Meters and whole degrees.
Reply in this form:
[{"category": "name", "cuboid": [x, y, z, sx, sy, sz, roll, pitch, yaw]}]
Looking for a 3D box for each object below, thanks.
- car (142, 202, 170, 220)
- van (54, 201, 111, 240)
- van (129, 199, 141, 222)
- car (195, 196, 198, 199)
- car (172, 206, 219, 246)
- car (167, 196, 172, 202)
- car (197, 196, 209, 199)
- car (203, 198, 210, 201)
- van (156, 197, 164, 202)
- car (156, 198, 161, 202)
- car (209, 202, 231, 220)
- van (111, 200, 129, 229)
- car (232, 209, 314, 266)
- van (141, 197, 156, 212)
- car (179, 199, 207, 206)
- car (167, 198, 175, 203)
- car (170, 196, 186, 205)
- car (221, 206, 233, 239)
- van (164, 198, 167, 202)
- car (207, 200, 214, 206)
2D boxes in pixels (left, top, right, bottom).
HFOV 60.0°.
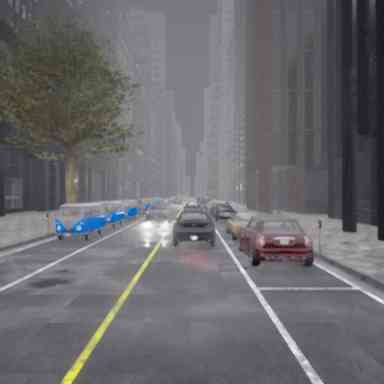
[{"category": "car", "cuboid": [-3.101, 1.843, 30.611, 1.895, 1.301, 4.718, 0, 0, 0]}, {"category": "van", "cuboid": [-5.762, 1.478, 17.479, 1.690, 1.788, 3.998, 0, 0, 0]}, {"category": "van", "cuboid": [-5.763, 1.568, 28.715, 1.690, 1.788, 3.998, 0, 0, 0]}, {"category": "car", "cuboid": [2.389, 1.914, 83.306, 2.150, 2.045, 5.566, 0, -1, 0]}, {"category": "car", "cuboid": [0.095, 1.631, 15.981, 1.837, 1.490, 4.892, 0, 0, 0]}, {"category": "car", "cuboid": [-5.767, 2.125, 73.488, 1.752, 1.417, 4.829, 0, 0, 0]}, {"category": "car", "cuboid": [2.759, 1.868, 68.053, 2.192, 1.841, 5.009, 0, 0, 0]}, {"category": "car", "cuboid": [2.761, 1.891, 45.747, 1.752, 1.417, 4.829, 0, 0, 0]}, {"category": "van", "cuboid": [-5.765, 1.752, 51.187, 1.690, 1.788, 3.998, 0, 0, 0]}, {"category": "car", "cuboid": [-5.764, 1.909, 45.568, 1.887, 1.381, 4.507, 0, 0, 0]}, {"category": "car", "cuboid": [2.762, 1.793, 28.721, 1.947, 1.339, 4.313, 0, 0, 0]}, {"category": "van", "cuboid": [-5.762, 1.523, 23.097, 1.690, 1.788, 3.998, 0, 0, 0]}, {"category": "car", "cuboid": [2.763, 1.533, 11.866, 1.967, 1.590, 4.097, 0, 0, 0]}, {"category": "van", "cuboid": [-5.764, 1.659, 39.951, 1.690, 1.788, 3.998, 0, 0, 0]}, {"category": "car", "cuboid": [0.095, 1.753, 33.017, 2.128, 1.511, 4.902, 0, 0, 0]}, {"category": "car", "cuboid": [-5.768, 2.295, 90.513, 1.887, 1.381, 4.507, 0, -1, 0]}, {"category": "car", "cuboid": [-3.004, 2.118, 71.875, 2.033, 1.411, 5.357, 0, 0, 0]}, {"category": "car", "cuboid": [2.763, 1.664, 17.654, 1.752, 1.417, 4.829, 0, 0, 0]}, {"category": "van", "cuboid": [-5.765, 1.798, 56.806, 1.690, 1.788, 3.998, 0, 0, 0]}, {"category": "car", "cuboid": [2.761, 1.839, 34.339, 1.947, 1.339, 4.313, 0, 0, 0]}]
